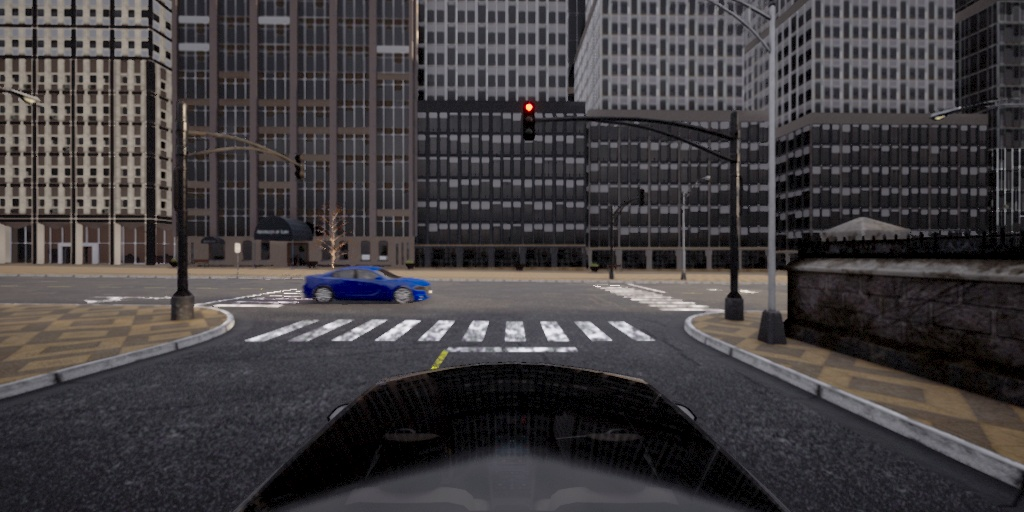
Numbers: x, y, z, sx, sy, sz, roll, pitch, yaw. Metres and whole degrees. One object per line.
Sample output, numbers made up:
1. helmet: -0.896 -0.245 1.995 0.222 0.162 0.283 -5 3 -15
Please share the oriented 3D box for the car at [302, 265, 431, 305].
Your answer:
1. car: -5.896 1.172 14.851 5.008 1.535 1.882 1 0 -1
